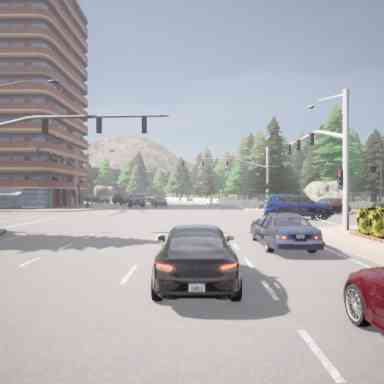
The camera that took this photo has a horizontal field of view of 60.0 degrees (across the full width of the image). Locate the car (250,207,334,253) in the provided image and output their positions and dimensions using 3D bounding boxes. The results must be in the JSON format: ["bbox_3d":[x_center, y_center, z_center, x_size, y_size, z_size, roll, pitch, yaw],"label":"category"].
[{"bbox_3d":[3.653,1.546,13.636,2.033,1.411,5.357,0,0,1],"label":"car"}]

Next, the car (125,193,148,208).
[{"bbox_3d":[-8.206,1.217,48.731,2.150,2.045,5.566,0,0,-14],"label":"car"}]

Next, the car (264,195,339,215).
[{"bbox_3d":[8.845,1.265,27.880,5.566,2.045,2.150,0,0,1],"label":"car"}]

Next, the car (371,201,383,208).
[{"bbox_3d":[19.913,1.274,31.465,5.566,2.045,2.150,0,0,0],"label":"car"}]

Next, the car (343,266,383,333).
[{"bbox_3d":[3.600,1.525,4.055,1.812,1.442,4.674,0,0,1],"label":"car"}]

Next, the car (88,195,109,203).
[{"bbox_3d":[-18.221,1.346,66.165,4.553,1.767,2.097,0,0,44],"label":"car"}]

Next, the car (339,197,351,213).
[{"bbox_3d":[14.113,1.404,35.030,4.553,1.767,2.097,0,0,1],"label":"car"}]

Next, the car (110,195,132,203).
[{"bbox_3d":[-14.508,1.485,67.497,2.128,1.511,4.902,0,0,-44],"label":"car"}]

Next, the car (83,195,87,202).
[{"bbox_3d":[-22.577,1.493,73.801,4.892,1.490,1.837,0,0,31],"label":"car"}]

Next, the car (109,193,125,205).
[{"bbox_3d":[-12.120,1.216,58.332,2.150,2.045,5.566,0,0,-31],"label":"car"}]

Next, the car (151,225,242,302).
[{"bbox_3d":[0.100,1.525,8.166,1.812,1.442,4.674,0,0,0],"label":"car"}]

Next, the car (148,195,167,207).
[{"bbox_3d":[-5.051,1.500,50.632,1.837,1.490,4.892,0,0,-17],"label":"car"}]
